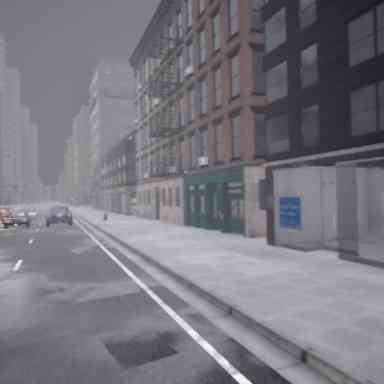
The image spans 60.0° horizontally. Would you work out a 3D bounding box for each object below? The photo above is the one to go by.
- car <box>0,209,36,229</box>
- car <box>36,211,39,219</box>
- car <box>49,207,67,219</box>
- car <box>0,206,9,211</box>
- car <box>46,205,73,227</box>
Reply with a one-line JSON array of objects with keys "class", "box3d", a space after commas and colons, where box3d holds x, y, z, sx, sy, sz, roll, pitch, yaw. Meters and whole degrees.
[{"class": "car", "box3d": [-14.873, 2.371, 28.631, 1.895, 1.301, 4.718, -1, -1, -22]}, {"class": "car", "box3d": [-19.769, 2.655, 40.406, 1.895, 1.301, 4.718, -1, -1, -22]}, {"class": "car", "box3d": [-16.762, 2.603, 41.638, 1.895, 1.301, 4.718, -1, -1, -22]}, {"class": "car", "box3d": [-23.471, 2.504, 40.729, 2.097, 1.767, 4.553, -1, -1, -23]}, {"class": "car", "box3d": [-11.932, 2.072, 29.931, 2.097, 1.767, 4.553, -1, -1, -23]}]
